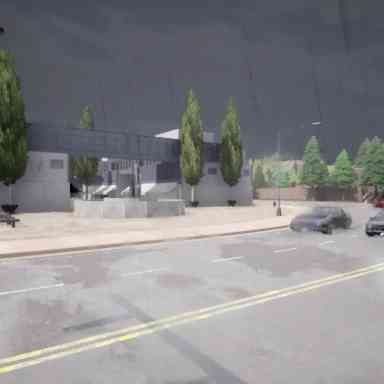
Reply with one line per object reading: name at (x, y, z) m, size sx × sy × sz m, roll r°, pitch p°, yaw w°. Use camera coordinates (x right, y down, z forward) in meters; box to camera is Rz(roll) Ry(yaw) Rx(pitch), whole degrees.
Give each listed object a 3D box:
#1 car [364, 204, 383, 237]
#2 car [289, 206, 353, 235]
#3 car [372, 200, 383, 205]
car at (10.594, 1.548, 17.225) m, size 2.033 × 1.411 × 5.357 m, roll 0°, pitch 0°, yaw 42°
car at (7.587, 1.548, 19.098) m, size 2.033 × 1.411 × 5.357 m, roll 0°, pitch 0°, yaw 42°
car at (25.265, 1.601, 43.076) m, size 1.895 × 1.301 × 4.718 m, roll 0°, pitch 0°, yaw 4°
